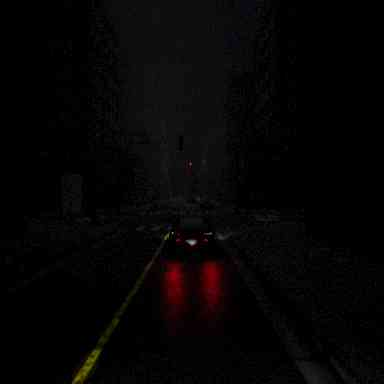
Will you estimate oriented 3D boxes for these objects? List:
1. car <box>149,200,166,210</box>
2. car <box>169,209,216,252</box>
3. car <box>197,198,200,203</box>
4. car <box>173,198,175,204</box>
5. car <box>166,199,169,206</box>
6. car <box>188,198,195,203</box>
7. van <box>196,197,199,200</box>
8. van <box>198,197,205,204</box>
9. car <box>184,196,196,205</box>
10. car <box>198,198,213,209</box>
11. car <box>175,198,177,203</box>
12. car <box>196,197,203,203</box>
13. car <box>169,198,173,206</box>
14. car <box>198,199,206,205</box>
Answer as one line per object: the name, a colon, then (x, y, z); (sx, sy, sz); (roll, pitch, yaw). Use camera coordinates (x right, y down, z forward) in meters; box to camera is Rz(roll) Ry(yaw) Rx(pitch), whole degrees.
car: (-5.656, 1.984, 53.054); (1.967, 1.590, 4.097); (0, -1, 0)
car: (0.016, 1.663, 14.386); (1.812, 1.442, 4.674); (0, 0, 0)
car: (2.388, 2.249, 64.060); (1.802, 1.307, 4.206); (0, -1, 0)
car: (-5.618, 2.347, 75.094); (2.008, 1.369, 4.403); (0, -1, 0)
car: (-5.646, 2.046, 58.564); (1.967, 1.590, 4.097); (0, -1, 0)
car: (-0.203, 2.339, 90.574); (1.812, 1.442, 4.674); (0, -1, 0)
van: (2.407, 2.137, 75.082); (1.690, 1.788, 3.998); (0, -1, 0)
van: (2.426, 2.270, 86.103); (1.690, 1.788, 3.998); (0, -1, 0)
car: (-0.223, 2.040, 78.972); (2.150, 2.045, 5.566); (0, -1, 0)
car: (2.369, 2.110, 53.038); (1.947, 1.339, 4.313); (0, -1, 0)
car: (-5.599, 2.369, 86.116); (1.967, 1.590, 4.097); (0, -1, 0)
car: (2.397, 2.297, 69.570); (1.947, 1.339, 4.313); (0, -1, 0)
car: (-5.627, 2.313, 69.583); (1.802, 1.307, 4.206); (0, -1, 0)
car: (2.417, 2.412, 80.590); (2.008, 1.369, 4.403); (0, -1, 0)
